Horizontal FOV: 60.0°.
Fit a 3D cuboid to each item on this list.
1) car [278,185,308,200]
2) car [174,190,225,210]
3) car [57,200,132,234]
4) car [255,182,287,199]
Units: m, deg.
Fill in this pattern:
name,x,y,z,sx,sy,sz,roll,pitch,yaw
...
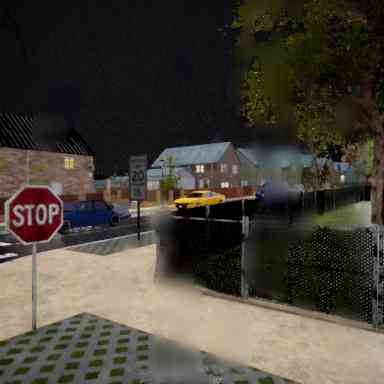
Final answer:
name,x,y,z,sx,sy,sz,roll,pitch,yaw
car,10.860,0.262,34.197,1.994,1.385,4.181,-1,2,36
car,0.654,0.668,25.111,1.882,1.535,5.008,-1,2,36
car,-5.452,1.115,16.627,2.033,1.411,5.357,-1,2,35
car,8.904,-0.087,36.504,2.150,2.045,5.566,-1,2,36
